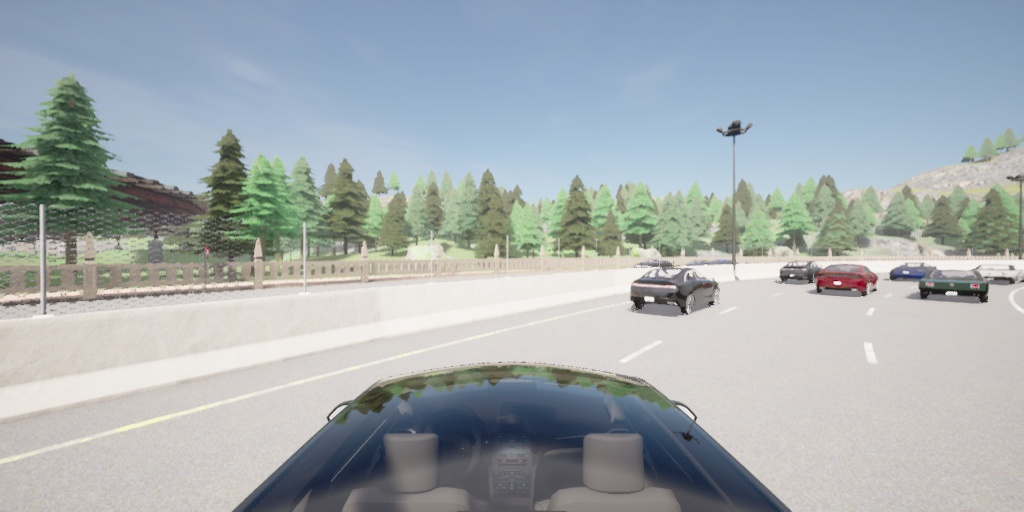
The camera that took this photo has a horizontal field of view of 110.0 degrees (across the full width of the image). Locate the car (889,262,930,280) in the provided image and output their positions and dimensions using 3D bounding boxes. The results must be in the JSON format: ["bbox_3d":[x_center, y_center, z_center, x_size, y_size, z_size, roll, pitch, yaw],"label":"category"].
[{"bbox_3d":[30.502,1.161,27.037,4.181,1.385,1.994,0,0,-27],"label":"car"}]

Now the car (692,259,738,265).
[{"bbox_3d":[18.933,1.047,32.703,5.008,1.535,1.882,0,0,-32],"label":"car"}]

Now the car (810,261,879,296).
[{"bbox_3d":[17.500,1.127,18.677,5.008,1.535,1.882,-1,1,-38],"label":"car"}]

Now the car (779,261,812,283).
[{"bbox_3d":[20.703,1.102,25.276,4.902,1.511,2.128,0,0,-34],"label":"car"}]

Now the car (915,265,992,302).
[{"bbox_3d":[20.148,1.263,16.331,4.718,1.301,1.895,0,0,-37],"label":"car"}]

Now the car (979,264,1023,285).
[{"bbox_3d":[33.507,1.211,24.690,4.718,1.301,1.895,0,0,-28],"label":"car"}]

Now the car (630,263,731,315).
[{"bbox_3d":[6.171,1.174,13.362,2.128,1.511,4.902,0,0,45],"label":"car"}]

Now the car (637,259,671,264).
[{"bbox_3d":[15.131,1.030,38.566,4.902,1.511,2.128,0,0,-32],"label":"car"}]
